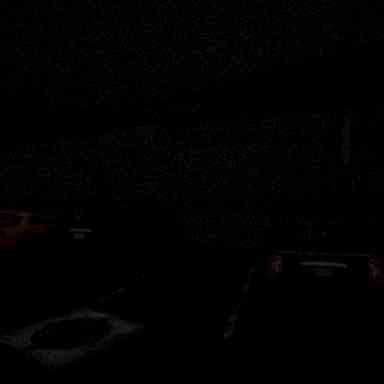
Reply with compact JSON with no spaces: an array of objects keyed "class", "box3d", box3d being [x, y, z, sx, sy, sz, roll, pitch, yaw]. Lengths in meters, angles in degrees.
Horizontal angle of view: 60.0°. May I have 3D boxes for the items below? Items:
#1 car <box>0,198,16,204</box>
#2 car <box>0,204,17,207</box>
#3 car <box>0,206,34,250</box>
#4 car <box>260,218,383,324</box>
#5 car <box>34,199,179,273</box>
[{"class":"car","box3d":[-11.919,1.337,17.961,2.435,2.045,5.566,0,-1,15]},{"class":"car","box3d":[-9.523,1.560,16.063,1.946,1.575,5.366,0,-1,16]},{"class":"car","box3d":[-6.988,1.547,14.681,1.946,1.575,5.366,0,-1,16]},{"class":"car","box3d":[2.726,1.367,7.502,2.185,1.767,4.553,0,-1,16]},{"class":"car","box3d":[-2.147,1.264,11.048,2.435,2.045,5.566,0,-1,16]}]
